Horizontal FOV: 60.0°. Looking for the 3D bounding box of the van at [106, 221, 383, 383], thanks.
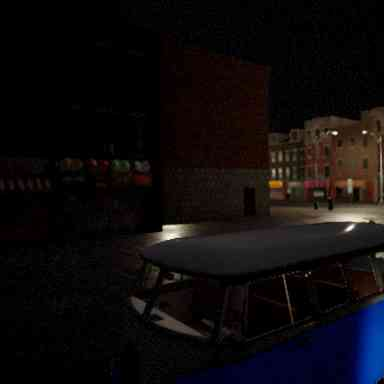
[{"bbox_3d":[1.117,1.296,3.619,3.998,1.788,1.690,-1,0,-36],"label":"van"}]
